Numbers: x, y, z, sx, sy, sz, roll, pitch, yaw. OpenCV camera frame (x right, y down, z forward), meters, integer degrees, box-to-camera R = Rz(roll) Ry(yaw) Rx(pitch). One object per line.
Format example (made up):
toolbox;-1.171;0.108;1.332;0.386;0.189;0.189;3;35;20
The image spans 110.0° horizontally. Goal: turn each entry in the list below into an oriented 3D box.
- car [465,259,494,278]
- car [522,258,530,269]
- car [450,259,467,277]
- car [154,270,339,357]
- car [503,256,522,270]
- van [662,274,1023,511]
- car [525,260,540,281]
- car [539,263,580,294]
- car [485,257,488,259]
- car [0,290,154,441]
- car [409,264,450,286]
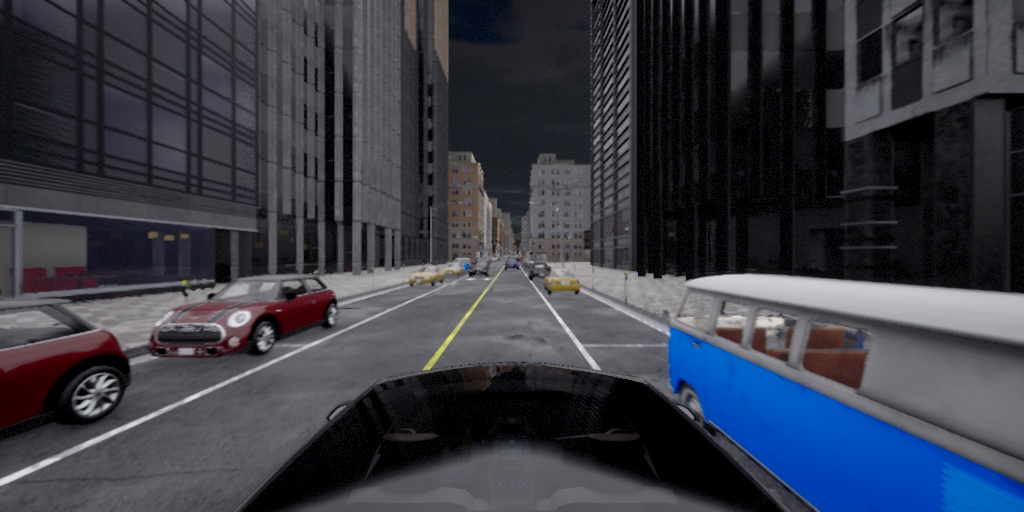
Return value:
car;-3.091;1.279;34.819;1.837;1.490;4.892;0;0;0
car;2.670;1.323;53.537;2.007;1.370;4.403;0;0;0
car;-5.857;1.299;36.467;1.751;1.417;4.829;0;0;0
car;-5.858;1.189;8.439;1.967;1.591;4.097;0;0;0
car;0.028;1.125;52.023;2.097;1.767;4.553;0;0;1
van;2.667;1.091;2.784;1.690;1.789;3.998;0;0;0
car;2.353;1.295;30.443;1.812;1.442;4.674;0;0;0
car;2.672;1.283;19.905;1.751;1.417;4.829;0;0;1
car;-5.855;1.202;64.841;1.967;1.591;4.097;0;0;0
car;-5.858;1.190;2.801;1.967;1.591;4.097;0;0;0
car;-5.861;1.289;25.151;1.751;1.417;4.829;0;0;1
